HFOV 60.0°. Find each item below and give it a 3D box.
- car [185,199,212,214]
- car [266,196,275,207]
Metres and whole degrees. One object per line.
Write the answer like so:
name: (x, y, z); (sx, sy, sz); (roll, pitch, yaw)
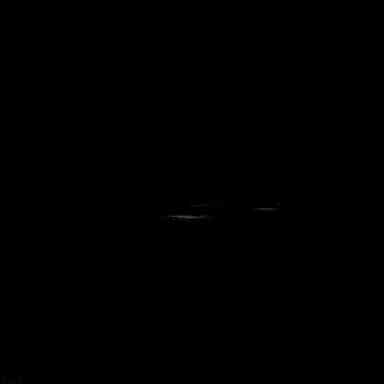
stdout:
car: (1.307, 1.460, 33.886); (1.882, 1.535, 5.008); (1, 0, 35)
car: (13.170, 1.267, 50.431); (2.150, 2.045, 5.566); (1, 0, 35)
